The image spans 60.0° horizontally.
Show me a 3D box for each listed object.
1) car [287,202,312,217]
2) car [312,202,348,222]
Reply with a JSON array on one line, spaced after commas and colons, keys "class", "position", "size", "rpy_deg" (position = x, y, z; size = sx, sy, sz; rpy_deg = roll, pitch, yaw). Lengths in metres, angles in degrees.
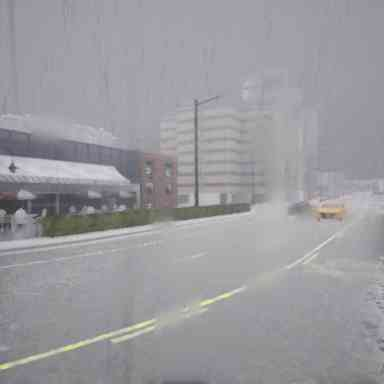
[{"class": "car", "position": [10.903, 1.698, 33.046], "size": [1.994, 1.385, 4.181], "rpy_deg": [-1, -1, 30]}, {"class": "car", "position": [11.611, 1.570, 27.455], "size": [1.882, 1.535, 5.008], "rpy_deg": [-1, -1, 31]}]
